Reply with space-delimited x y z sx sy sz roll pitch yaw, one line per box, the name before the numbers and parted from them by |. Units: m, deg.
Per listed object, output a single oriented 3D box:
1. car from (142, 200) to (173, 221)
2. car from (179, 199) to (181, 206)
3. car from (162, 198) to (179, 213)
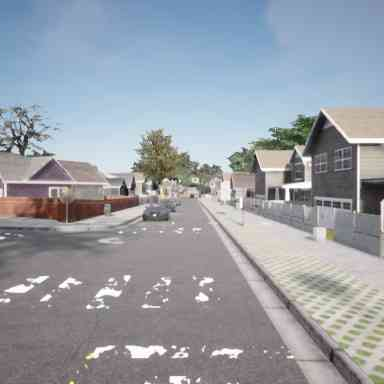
car | -2.842 1.576 27.124 1.994 1.385 4.181 0 0 -1
car | -2.794 1.621 55.223 2.033 1.411 5.357 0 0 0
car | -2.832 1.536 37.831 1.837 1.490 4.892 0 0 0
